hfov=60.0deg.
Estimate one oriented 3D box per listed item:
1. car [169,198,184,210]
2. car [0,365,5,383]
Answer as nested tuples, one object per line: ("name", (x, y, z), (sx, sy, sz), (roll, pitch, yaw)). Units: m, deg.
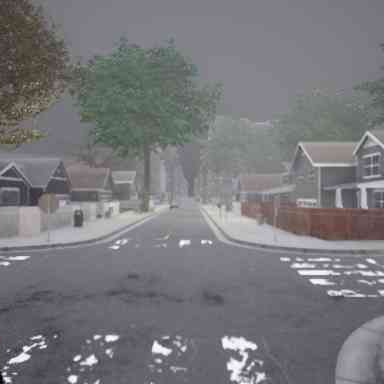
("car", (-2.764, 2.158, 55.373), (2.033, 1.411, 5.357), (0, -1, 0))
("car", (-2.748, 1.586, 1.420), (1.994, 1.385, 4.181), (0, -1, 0))
